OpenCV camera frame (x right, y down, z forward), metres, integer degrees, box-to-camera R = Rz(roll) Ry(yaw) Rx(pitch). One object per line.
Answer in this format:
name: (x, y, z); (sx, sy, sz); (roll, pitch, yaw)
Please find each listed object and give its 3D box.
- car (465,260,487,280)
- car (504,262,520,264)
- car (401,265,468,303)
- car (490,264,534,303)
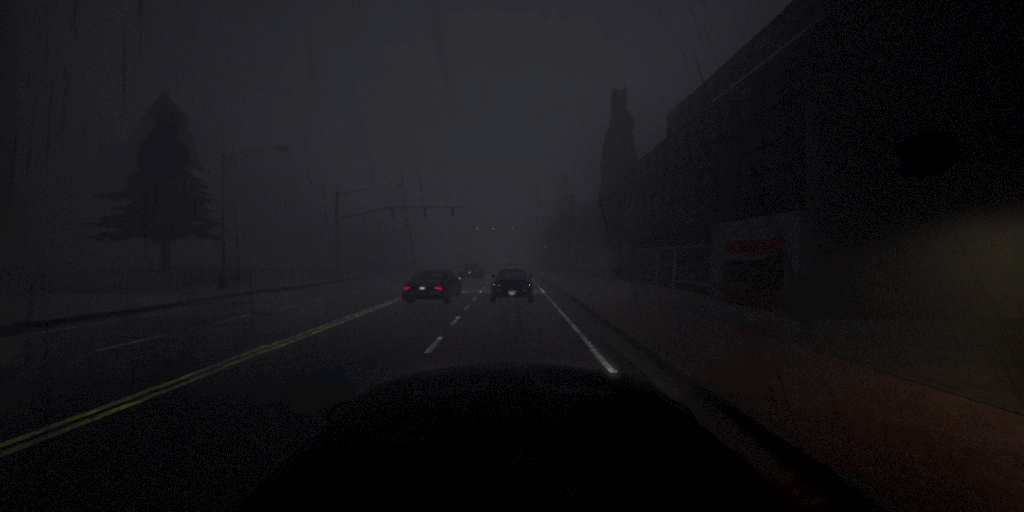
car: (-3.518, 1.321, 31.515); (1.994, 1.385, 4.181); (0, 0, 0)
car: (-0.018, 1.234, 31.544); (1.882, 1.535, 5.008); (0, 0, 0)
car: (-3.500, 1.312, 16.500); (2.033, 1.411, 5.357); (0, 0, 0)
car: (0.000, 1.282, 16.500); (1.812, 1.442, 4.674); (0, 0, 0)
